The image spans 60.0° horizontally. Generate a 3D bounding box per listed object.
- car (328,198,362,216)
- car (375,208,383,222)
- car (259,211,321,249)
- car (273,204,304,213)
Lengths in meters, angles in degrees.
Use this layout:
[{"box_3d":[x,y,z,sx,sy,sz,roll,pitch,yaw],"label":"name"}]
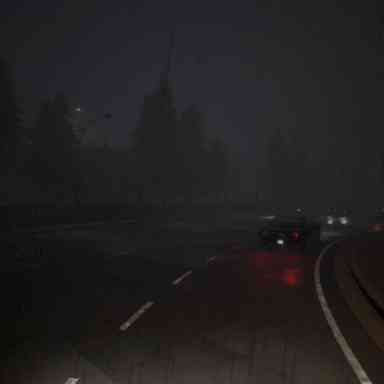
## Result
[{"box_3d":[18.525,1.776,40.144,5.566,2.045,2.150,1,-1,-43],"label":"car"},{"box_3d":[18.479,2.071,30.398,4.718,1.301,1.895,1,-1,-43],"label":"car"},{"box_3d":[4.794,1.803,15.716,1.895,1.301,4.718,0,-1,30],"label":"car"},{"box_3d":[11.037,2.047,38.054,4.181,1.385,1.994,1,-1,-42],"label":"car"}]
